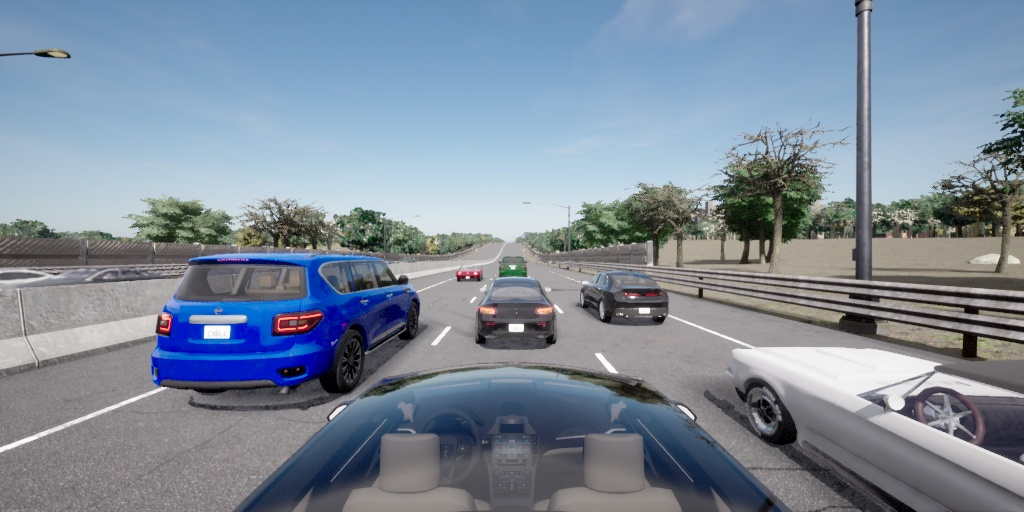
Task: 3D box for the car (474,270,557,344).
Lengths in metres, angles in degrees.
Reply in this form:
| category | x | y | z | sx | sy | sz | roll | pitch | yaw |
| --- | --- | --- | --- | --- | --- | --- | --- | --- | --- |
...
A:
| category | x | y | z | sx | sy | sz | roll | pitch | yaw |
| --- | --- | --- | --- | --- | --- | --- | --- | --- | --- |
| car | 0.092 | 1.271 | 9.485 | 1.812 | 1.442 | 4.674 | 0 | 0 | 0 |

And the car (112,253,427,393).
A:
| category | x | y | z | sx | sy | sz | roll | pitch | yaw |
| --- | --- | --- | --- | --- | --- | --- | --- | --- | --- |
| car | -3.405 | 0.969 | 6.821 | 2.150 | 2.045 | 5.566 | 0 | 0 | 0 |

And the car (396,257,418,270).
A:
| category | x | y | z | sx | sy | sz | roll | pitch | yaw |
| --- | --- | --- | --- | --- | --- | --- | --- | --- | --- |
| car | -17.556 | 1.257 | 60.292 | 2.150 | 2.045 | 5.566 | 0 | 0 | 0 |

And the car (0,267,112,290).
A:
| category | x | y | z | sx | sy | sz | roll | pitch | yaw |
| --- | --- | --- | --- | --- | --- | --- | --- | --- | --- |
| car | -17.614 | 1.237 | 15.165 | 2.128 | 1.511 | 4.902 | 0 | 0 | 0 |

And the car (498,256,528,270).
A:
| category | x | y | z | sx | sy | sz | roll | pitch | yaw |
| --- | --- | --- | --- | --- | --- | --- | --- | --- | --- |
| car | 0.074 | 0.988 | 28.792 | 2.150 | 2.045 | 5.566 | 0 | 0 | 0 |

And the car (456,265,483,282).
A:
| category | x | y | z | sx | sy | sz | roll | pitch | yaw |
| --- | --- | --- | --- | --- | --- | --- | --- | --- | --- |
| car | -3.423 | 1.371 | 29.680 | 1.895 | 1.301 | 4.718 | 0 | 0 | -1 |

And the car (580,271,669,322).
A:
| category | x | y | z | sx | sy | sz | roll | pitch | yaw |
| --- | --- | --- | --- | --- | --- | --- | --- | --- | --- |
| car | 3.594 | 1.249 | 12.199 | 1.837 | 1.490 | 4.892 | 0 | 0 | 0 |

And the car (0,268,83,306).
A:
| category | x | y | z | sx | sy | sz | roll | pitch | yaw |
| --- | --- | --- | --- | --- | --- | --- | --- | --- | --- |
| car | -21.113 | 1.271 | 14.540 | 1.812 | 1.442 | 4.674 | 0 | 0 | 0 |

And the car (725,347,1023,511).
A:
| category | x | y | z | sx | sy | sz | roll | pitch | yaw |
| --- | --- | --- | --- | --- | --- | --- | --- | --- | --- |
| car | 3.597 | 1.350 | 2.337 | 1.895 | 1.301 | 4.718 | 0 | 0 | 0 |

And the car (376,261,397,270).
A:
| category | x | y | z | sx | sy | sz | roll | pitch | yaw |
| --- | --- | --- | --- | --- | --- | --- | --- | --- | --- |
| car | -21.056 | 1.493 | 60.287 | 1.812 | 1.442 | 4.674 | 0 | -1 | 0 |
